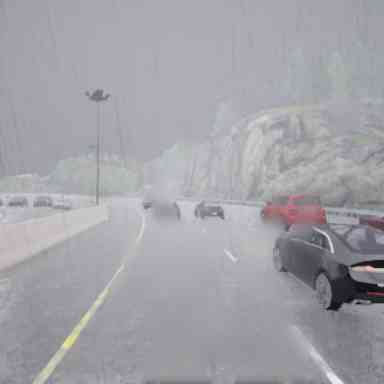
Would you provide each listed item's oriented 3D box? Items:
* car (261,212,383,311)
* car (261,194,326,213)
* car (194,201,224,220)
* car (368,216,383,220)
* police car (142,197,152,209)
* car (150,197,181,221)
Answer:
[{"bbox_3d":[3.316,1.463,7.677,2.128,1.511,4.902,0,0,-2],"label":"car"},{"bbox_3d":[5.899,1.153,19.910,2.150,2.045,5.566,0,0,-6],"label":"car"},{"bbox_3d":[1.380,1.448,27.269,1.812,1.442,4.674,0,0,-8],"label":"car"},{"bbox_3d":[9.828,1.536,15.467,1.895,1.301,4.718,0,0,-5],"label":"car"},{"bbox_3d":[-5.338,1.398,43.111,2.038,1.542,4.974,0,0,-13],"label":"police car"},{"bbox_3d":[-1.991,1.425,26.102,2.128,1.511,4.902,0,0,-8],"label":"car"}]
